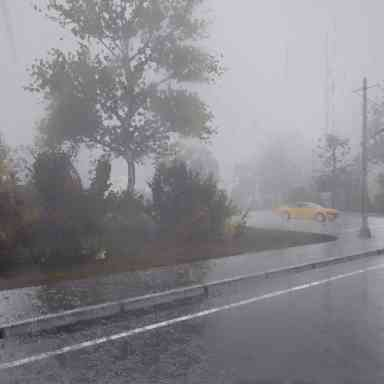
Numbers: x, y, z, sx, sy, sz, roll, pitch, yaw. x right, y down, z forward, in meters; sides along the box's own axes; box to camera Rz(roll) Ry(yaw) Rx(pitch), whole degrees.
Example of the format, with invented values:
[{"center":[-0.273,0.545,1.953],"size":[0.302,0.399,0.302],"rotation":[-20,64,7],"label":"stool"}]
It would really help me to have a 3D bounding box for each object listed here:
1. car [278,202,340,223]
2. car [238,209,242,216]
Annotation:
[{"center":[9.326,1.566,26.865],"size":[1.882,1.535,5.008],"rotation":[0,-1,-39],"label":"car"},{"center":[2.991,1.584,34.354],"size":[2.097,1.767,4.553],"rotation":[0,-1,-43],"label":"car"}]
